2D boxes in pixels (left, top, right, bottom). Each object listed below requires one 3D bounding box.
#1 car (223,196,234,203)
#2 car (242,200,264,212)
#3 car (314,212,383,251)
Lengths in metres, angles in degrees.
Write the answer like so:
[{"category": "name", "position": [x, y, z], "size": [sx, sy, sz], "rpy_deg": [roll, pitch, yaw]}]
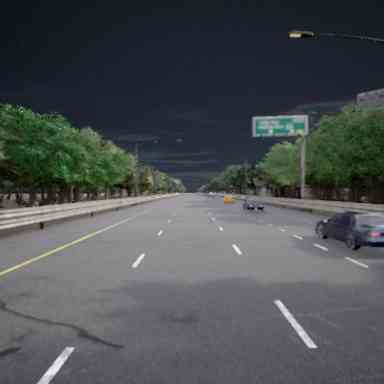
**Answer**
[{"category": "car", "position": [7.140, 1.432, 65.415], "size": [1.882, 1.535, 5.008], "rpy_deg": [0, 0, 0]}, {"category": "car", "position": [7.067, 1.578, 38.876], "size": [1.895, 1.301, 4.718], "rpy_deg": [0, 0, 0]}, {"category": "car", "position": [7.007, 1.545, 14.113], "size": [2.033, 1.411, 5.357], "rpy_deg": [0, 0, 0]}]
